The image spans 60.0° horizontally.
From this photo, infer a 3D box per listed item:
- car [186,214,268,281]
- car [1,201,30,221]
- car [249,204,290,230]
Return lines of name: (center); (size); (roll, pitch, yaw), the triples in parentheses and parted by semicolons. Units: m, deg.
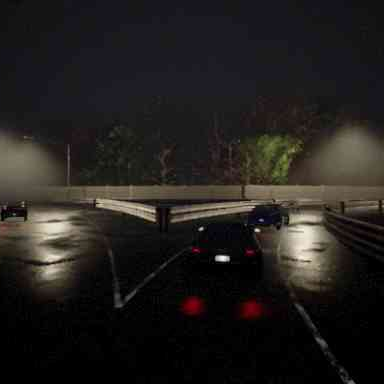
car: (1.089, 1.566, 9.957); (1.994, 1.385, 4.181); (0, 0, 10)
car: (-14.440, 1.483, 27.237); (2.128, 1.511, 4.902); (0, 0, -26)
car: (5.058, 1.483, 21.524); (1.882, 1.535, 5.008); (0, 0, 25)
